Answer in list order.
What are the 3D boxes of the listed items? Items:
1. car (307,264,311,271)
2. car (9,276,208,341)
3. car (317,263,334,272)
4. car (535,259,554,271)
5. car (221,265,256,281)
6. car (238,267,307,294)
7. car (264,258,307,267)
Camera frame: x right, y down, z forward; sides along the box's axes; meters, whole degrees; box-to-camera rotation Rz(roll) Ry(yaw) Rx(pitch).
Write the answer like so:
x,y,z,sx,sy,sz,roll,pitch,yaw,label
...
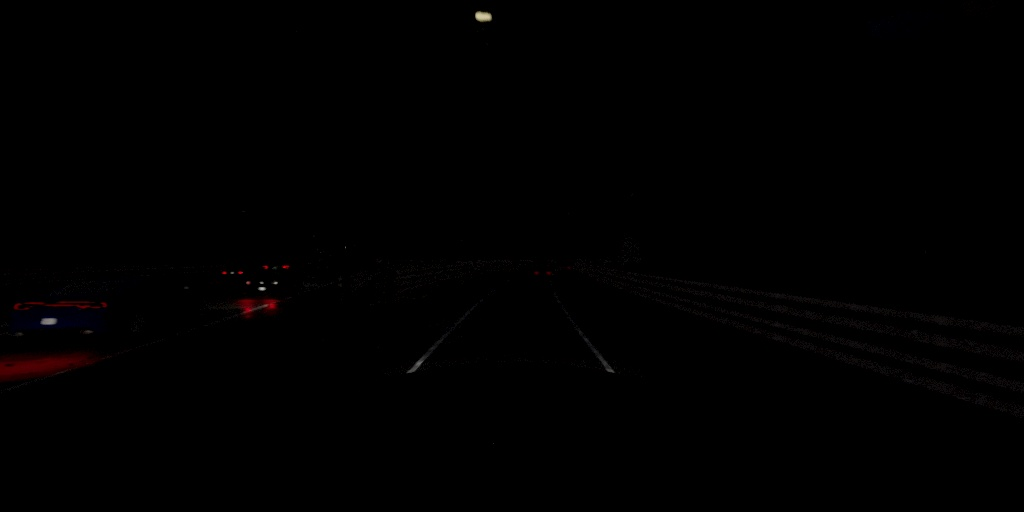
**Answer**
x,y,z,sx,sy,sz,roll,pitch,yaw,label
-32.742,1.752,55.771,1.994,1.385,4.181,0,-1,-20,car
-10.894,1.306,10.300,1.882,1.535,5.008,0,-1,-16,car
-29.029,1.747,55.737,2.033,1.411,5.357,0,-1,-20,car
4.505,1.155,49.238,2.097,1.767,4.553,1,0,14,car
-25.068,1.524,33.511,2.033,1.411,5.357,0,-1,-18,car
-14.231,1.513,21.661,1.895,1.301,4.718,0,-1,-17,car
-21.608,1.214,34.008,2.150,2.045,5.566,0,-1,-18,car
